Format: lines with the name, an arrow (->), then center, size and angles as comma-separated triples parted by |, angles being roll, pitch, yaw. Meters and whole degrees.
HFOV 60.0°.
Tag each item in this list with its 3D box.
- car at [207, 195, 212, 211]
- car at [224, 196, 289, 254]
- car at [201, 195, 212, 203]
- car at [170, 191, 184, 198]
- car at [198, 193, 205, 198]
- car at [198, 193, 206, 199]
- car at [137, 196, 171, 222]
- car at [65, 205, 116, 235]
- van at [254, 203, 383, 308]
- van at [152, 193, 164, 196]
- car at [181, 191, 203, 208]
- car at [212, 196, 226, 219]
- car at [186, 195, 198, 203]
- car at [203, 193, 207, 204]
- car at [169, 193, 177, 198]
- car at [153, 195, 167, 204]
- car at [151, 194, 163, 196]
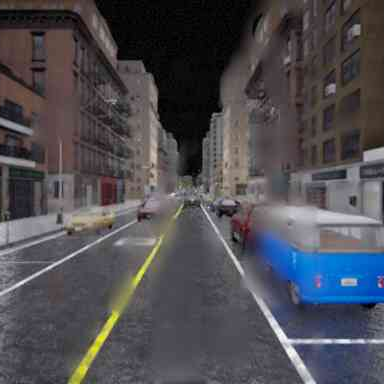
car -> 2.995, 1.145, 34.538 | 2.097, 1.767, 4.553 | 0, 0, 0
car -> 2.687, 1.237, 12.950 | 2.192, 1.841, 5.009 | 0, 0, 0
car -> 2.652, 1.182, 61.606 | 2.008, 1.369, 4.403 | 0, 0, 0
car -> -2.737, 0.765, 65.093 | 2.033, 1.411, 5.357 | 0, 0, 0
car -> 2.656, 1.019, 94.163 | 1.802, 1.307, 4.206 | 0, 0, 0
car -> 2.655, 1.022, 88.481 | 2.008, 1.369, 4.403 | 0, 0, 0
car -> -2.844, 1.329, 24.668 | 1.882, 1.535, 5.008 | 0, 0, 0
car -> -5.396, 1.416, 18.188 | 1.752, 1.417, 4.829 | 0, 0, 0
van -> 2.691, 1.295, 7.543 | 1.690, 1.788, 3.998 | 0, 0, 0
van -> -5.381, 1.036, 50.793 | 1.690, 1.788, 3.998 | 0, 0, 0
car -> 0.022, 1.111, 44.323 | 2.097, 1.767, 4.553 | 0, 0, 0
car -> 3.021, 1.312, 27.569 | 1.882, 1.535, 5.008 | 0, 0, 0
car -> 0.018, 1.211, 61.372 | 1.994, 1.385, 4.181 | 0, 0, 0
car -> 2.656, 1.188, 56.369 | 1.752, 1.417, 4.829 | 0, 0, 0
car -> -5.369, 0.963, 93.993 | 1.752, 1.417, 4.829 | 0, 0, 0
car -> -5.379, 1.214, 56.200 | 2.008, 1.369, 4.403 | 0, 0, 0
car -> -5.383, 1.309, 45.388 | 1.802, 1.307, 4.206 | 0, 0, 0
